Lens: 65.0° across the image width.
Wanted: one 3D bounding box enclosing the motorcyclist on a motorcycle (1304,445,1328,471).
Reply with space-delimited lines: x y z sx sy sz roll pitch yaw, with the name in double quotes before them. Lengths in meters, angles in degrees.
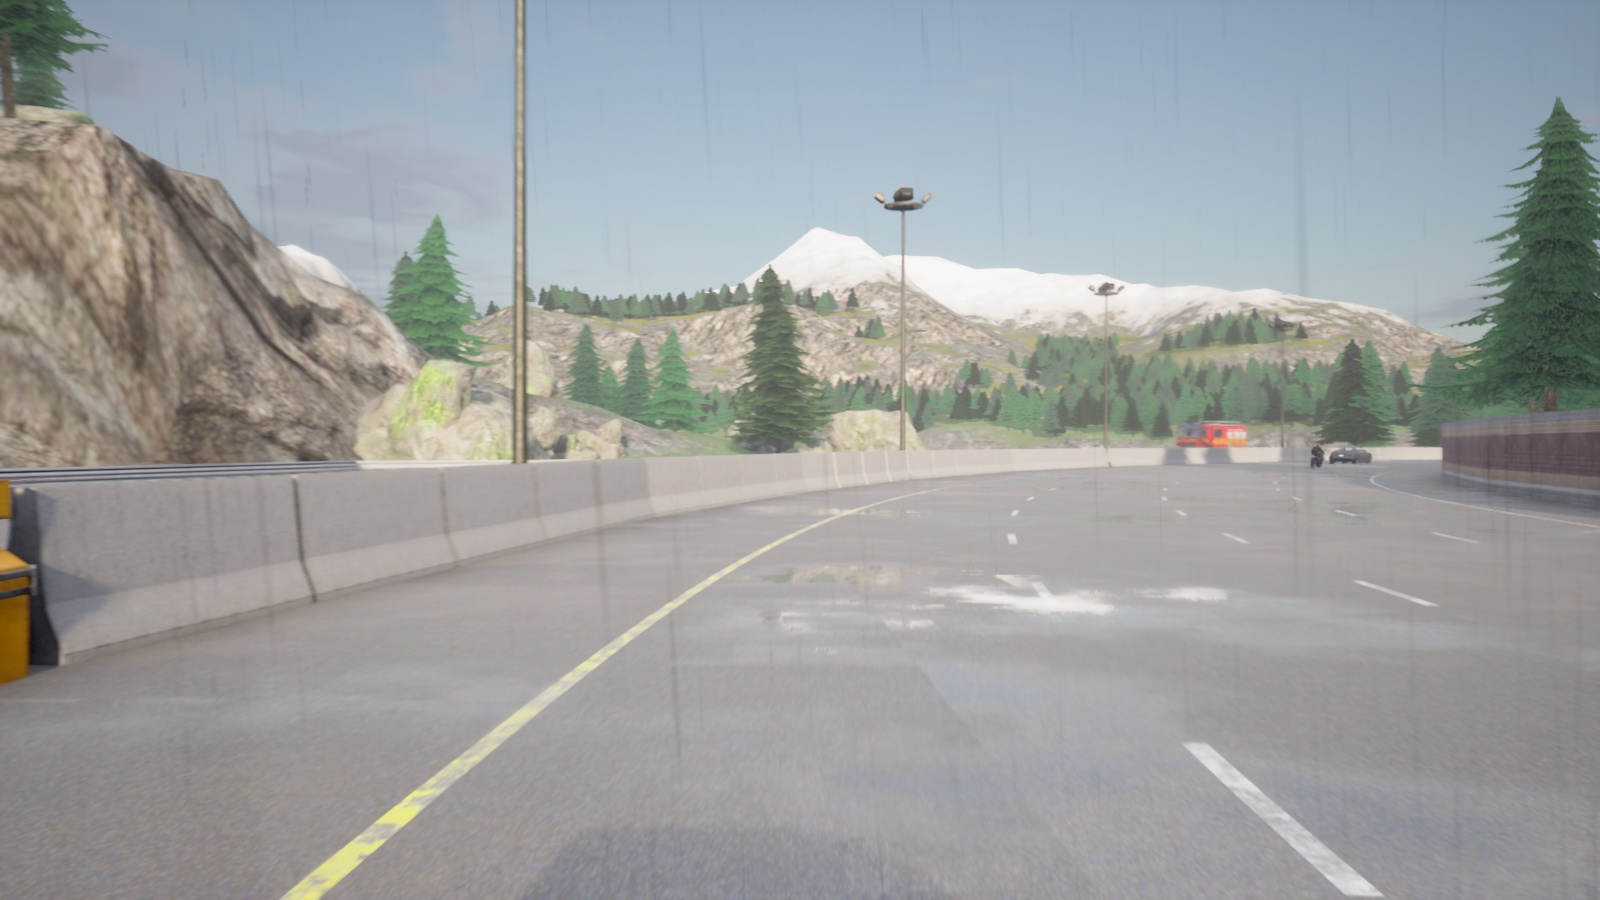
"motorcyclist on a motorcycle" 31.381 0.476 76.339 0.866 1.530 2.191 1 1 35
